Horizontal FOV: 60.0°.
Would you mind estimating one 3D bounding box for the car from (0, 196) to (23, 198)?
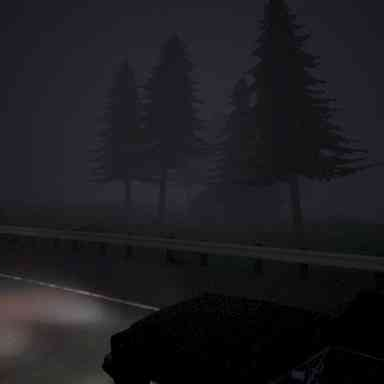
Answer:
[{"bbox_3d":[-36.235,1.525,65.014,2.128,1.511,4.902,0,0,14],"label":"car"}]

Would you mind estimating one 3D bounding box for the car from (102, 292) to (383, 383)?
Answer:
[{"bbox_3d":[1.441,1.601,2.740,4.718,1.301,1.895,0,0,35],"label":"car"}]

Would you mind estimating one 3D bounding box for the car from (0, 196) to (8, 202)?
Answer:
[{"bbox_3d":[-45.127,1.552,77.631,1.994,1.385,4.181,0,0,2],"label":"car"}]

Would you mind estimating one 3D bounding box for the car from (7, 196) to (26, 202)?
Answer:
[{"bbox_3d":[-41.613,1.595,78.848,1.895,1.301,4.718,0,0,2],"label":"car"}]

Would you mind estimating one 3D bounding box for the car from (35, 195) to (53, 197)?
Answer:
[{"bbox_3d":[-34.609,1.540,79.522,2.033,1.411,5.357,0,0,2],"label":"car"}]

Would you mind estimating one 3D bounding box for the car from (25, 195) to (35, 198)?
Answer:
[{"bbox_3d":[-38.121,1.525,78.782,2.128,1.511,4.902,0,0,2],"label":"car"}]
